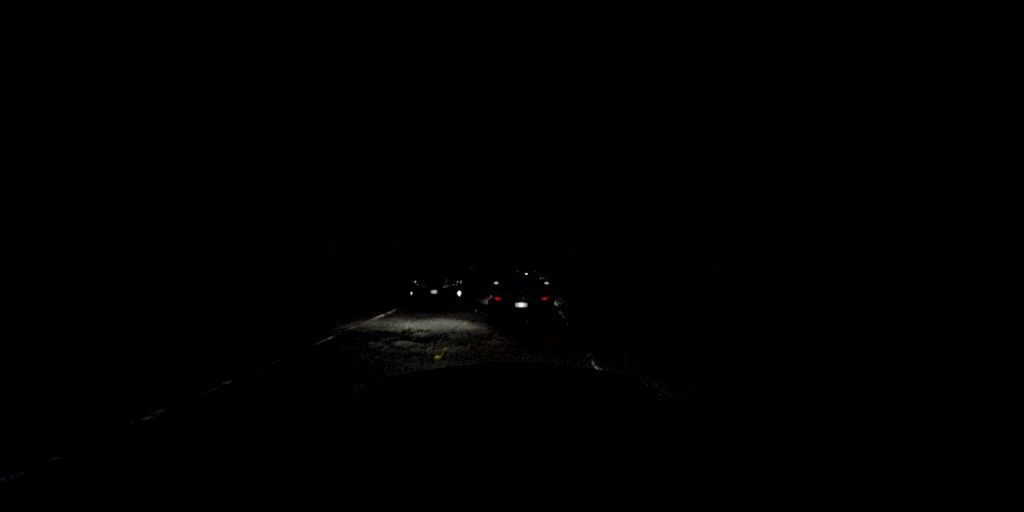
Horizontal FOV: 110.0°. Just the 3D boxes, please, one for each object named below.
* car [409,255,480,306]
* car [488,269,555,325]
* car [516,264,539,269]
[{"bbox_3d":[-2.756,0.968,15.985,2.150,2.045,5.566,0,0,3],"label":"car"},{"bbox_3d":[0.308,1.314,11.851,1.994,1.385,4.181,0,0,2],"label":"car"},{"bbox_3d":[1.228,1.314,28.839,1.994,1.385,4.181,0,0,4],"label":"car"}]
